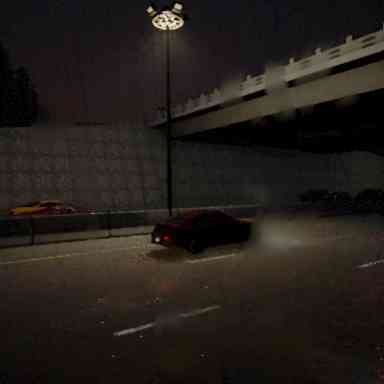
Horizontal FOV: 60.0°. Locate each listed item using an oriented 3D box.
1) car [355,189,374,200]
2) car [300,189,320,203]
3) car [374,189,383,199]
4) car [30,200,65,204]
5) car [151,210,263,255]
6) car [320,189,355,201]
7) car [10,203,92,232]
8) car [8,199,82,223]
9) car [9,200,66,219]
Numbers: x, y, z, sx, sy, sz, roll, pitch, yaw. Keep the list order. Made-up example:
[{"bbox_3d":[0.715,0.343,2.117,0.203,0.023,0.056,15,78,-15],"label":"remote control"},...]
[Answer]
[{"bbox_3d":[25.771,0.585,48.155,5.566,2.045,2.150,-1,0,-35],"label":"car"},{"bbox_3d":[19.267,0.624,52.119,5.566,2.045,2.150,-1,1,-35],"label":"car"},{"bbox_3d":[27.003,0.727,44.739,4.553,1.767,2.097,-1,1,-35],"label":"car"},{"bbox_3d":[-9.206,1.488,23.222,4.181,1.385,1.994,-1,1,-36],"label":"car"},{"bbox_3d":[0.673,1.423,12.841,4.674,1.442,1.812,-1,1,-36],"label":"car"},{"bbox_3d":[21.731,0.748,49.578,4.553,1.767,2.097,-1,0,-35],"label":"car"},{"bbox_3d":[-8.031,1.538,19.761,4.718,1.301,1.895,-1,1,-36],"label":"car"},{"bbox_3d":[-11.401,1.404,25.956,5.008,1.535,1.882,-1,1,-36],"label":"car"},{"bbox_3d":[-13.381,1.489,28.842,4.181,1.385,1.994,-1,1,-36],"label":"car"}]
